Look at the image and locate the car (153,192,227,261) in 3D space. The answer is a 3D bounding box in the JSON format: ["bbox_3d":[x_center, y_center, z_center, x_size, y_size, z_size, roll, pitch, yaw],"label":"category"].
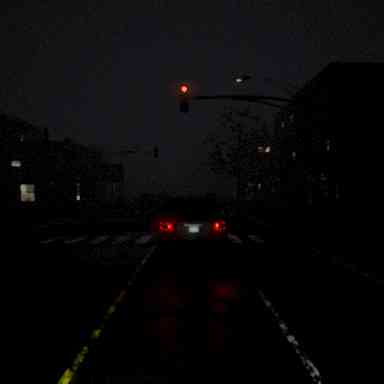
[{"bbox_3d":[-0.123,1.146,12.122,2.150,2.045,5.566,0,0,-4],"label":"car"}]

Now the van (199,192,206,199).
[{"bbox_3d":[2.696,0.803,87.599,1.690,1.788,3.998,-1,0,0],"label":"van"}]

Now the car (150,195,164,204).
[{"bbox_3d":[-5.687,1.249,54.338,1.802,1.307,4.206,-1,0,0],"label":"car"}]

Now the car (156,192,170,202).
[{"bbox_3d":[-5.689,0.914,65.424,2.192,1.841,5.009,-1,0,0],"label":"car"}]

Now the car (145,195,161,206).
[{"bbox_3d":[-5.688,1.246,48.793,1.887,1.381,4.507,-1,0,0],"label":"car"}]

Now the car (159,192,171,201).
[{"bbox_3d":[-5.687,0.880,70.968,2.192,1.841,5.009,-1,0,0],"label":"car"}]

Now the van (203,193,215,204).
[{"bbox_3d":[2.692,1.008,54.335,1.690,1.788,3.998,-1,0,0],"label":"van"}]

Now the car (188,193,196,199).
[{"bbox_3d":[0.009,0.960,79.652,1.994,1.385,4.181,0,0,0],"label":"car"}]

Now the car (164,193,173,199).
[{"bbox_3d":[-5.684,1.041,82.057,1.887,1.381,4.507,-1,0,0],"label":"car"}]

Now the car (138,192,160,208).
[{"bbox_3d":[-5.690,1.050,43.248,2.192,1.841,5.009,-1,0,0],"label":"car"}]

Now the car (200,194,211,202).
[{"bbox_3d":[2.695,1.150,65.424,2.008,1.369,4.403,-1,0,0],"label":"car"}]

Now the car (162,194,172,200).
[{"bbox_3d":[-5.684,1.096,76.513,1.947,1.339,4.313,-1,0,0],"label":"car"}]

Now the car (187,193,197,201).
[{"bbox_3d":[0.006,1.050,69.202,1.882,1.535,5.008,0,0,0],"label":"car"}]
